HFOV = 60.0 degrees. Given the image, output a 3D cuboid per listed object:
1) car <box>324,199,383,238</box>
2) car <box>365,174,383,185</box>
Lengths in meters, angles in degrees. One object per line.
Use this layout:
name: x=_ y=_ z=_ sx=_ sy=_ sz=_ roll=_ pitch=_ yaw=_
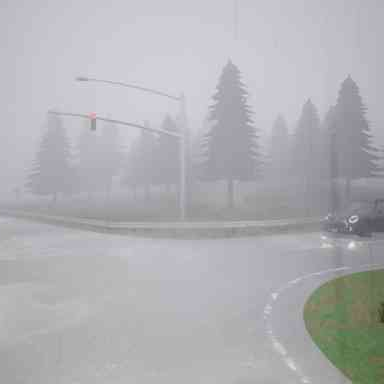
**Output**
car: x=8.866 y=1.180 z=16.633 sx=4.553 sy=1.767 sz=2.097 roll=-2 pitch=1 yaw=-21
car: x=28.020 y=-2.127 z=51.214 sx=2.150 sy=2.045 sz=5.566 roll=0 pitch=5 yaw=25
